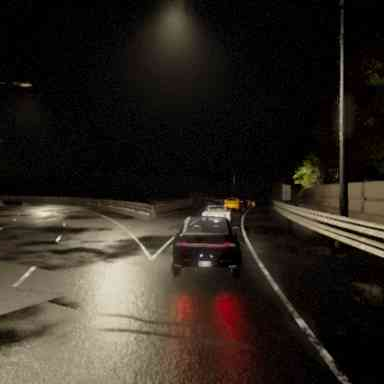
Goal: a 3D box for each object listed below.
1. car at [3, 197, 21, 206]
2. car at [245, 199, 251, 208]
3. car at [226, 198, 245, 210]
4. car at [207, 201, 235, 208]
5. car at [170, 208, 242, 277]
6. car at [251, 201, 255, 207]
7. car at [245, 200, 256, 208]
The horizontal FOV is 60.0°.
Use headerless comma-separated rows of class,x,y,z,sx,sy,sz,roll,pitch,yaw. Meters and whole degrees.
car,-29.097,1.460,53.793,1.994,1.385,4.181,0,0,-39
car,7.530,1.615,51.266,2.128,1.511,4.902,0,-2,13
car,4.939,1.451,39.843,1.882,1.535,5.008,0,-1,13
car,1.872,1.580,23.797,1.895,1.301,4.718,0,0,8
car,0.462,1.482,10.265,2.128,1.511,4.902,0,0,4
car,10.325,2.144,62.930,1.895,1.301,4.718,0,-3,13
car,13.164,2.719,74.833,1.882,1.535,5.008,0,-4,15
